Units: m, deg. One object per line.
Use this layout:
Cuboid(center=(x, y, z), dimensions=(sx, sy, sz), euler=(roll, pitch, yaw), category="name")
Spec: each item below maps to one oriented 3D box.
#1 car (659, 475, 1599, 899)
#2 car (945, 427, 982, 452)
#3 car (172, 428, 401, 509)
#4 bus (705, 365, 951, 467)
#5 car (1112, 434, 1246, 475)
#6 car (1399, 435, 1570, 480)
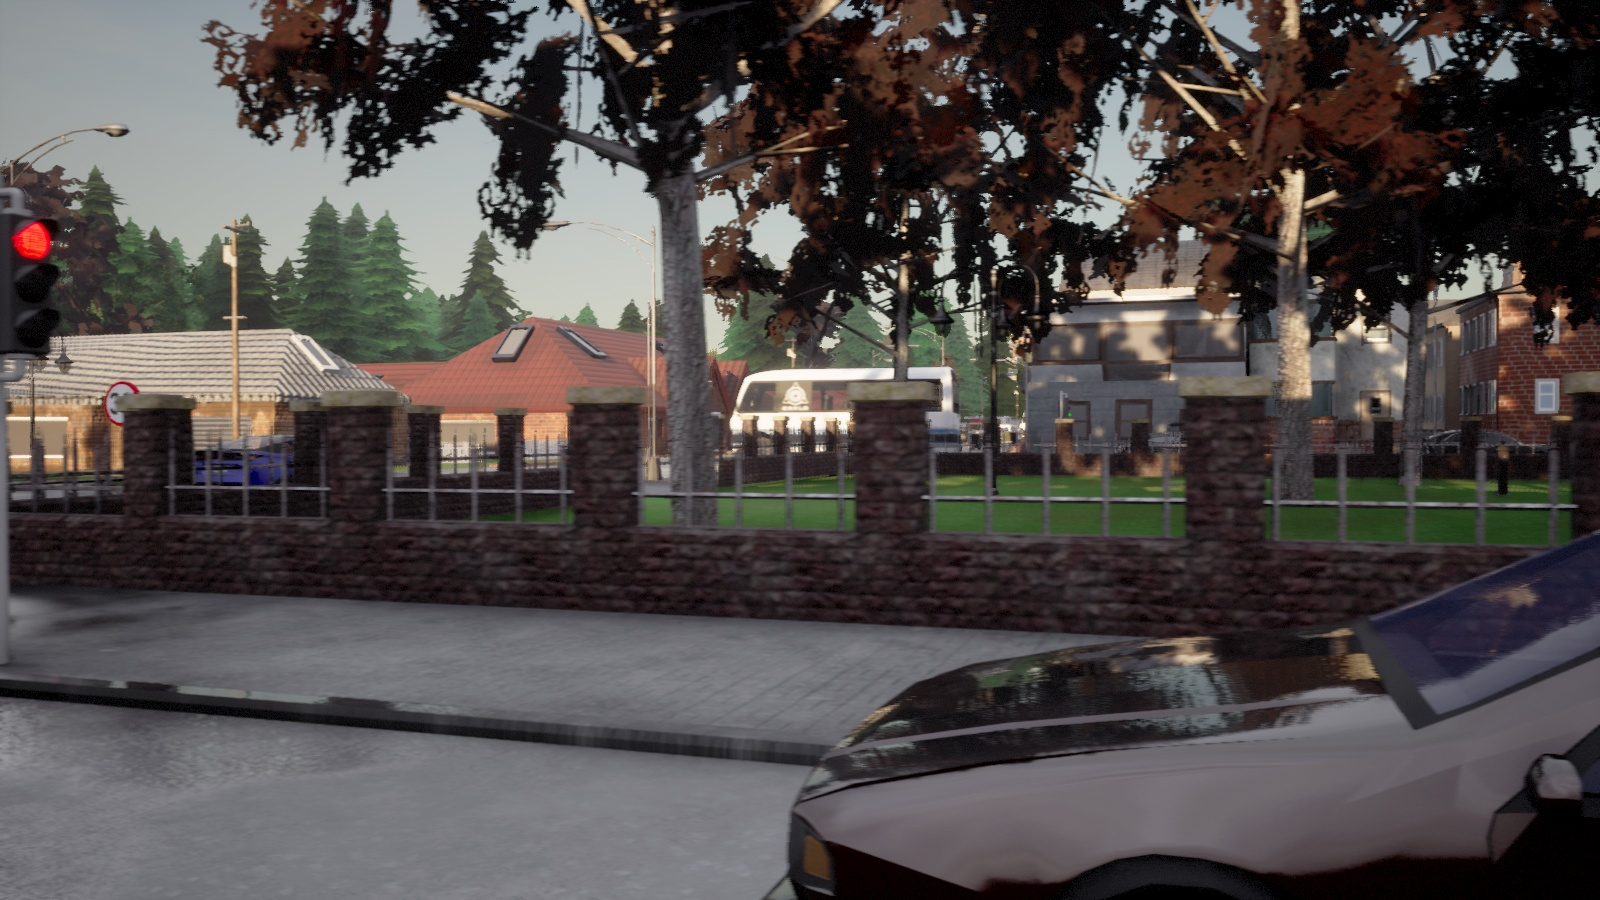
Cuboid(center=(2.552, 0.838, 2.854), dimensions=(5.357, 1.411, 2.033), euler=(1, 1, 19), category="car")
Cuboid(center=(12.292, -0.818, 94.118), dimensions=(1.932, 1.855, 4.605), euler=(1, 1, 19), category="car")
Cuboid(center=(-10.574, 0.313, 26.259), dimensions=(2.007, 1.525, 4.514), euler=(1, 1, 17), category="car")
Cuboid(center=(1.336, -1.435, 55.572), dimensions=(10.273, 4.253, 3.944), euler=(0, -1, 13), category="bus")
Cuboid(center=(14.026, 0.157, 46.675), dimensions=(4.674, 1.442, 1.812), euler=(0, 1, 15), category="car")
Cuboid(center=(23.603, 0.224, 43.482), dimensions=(4.892, 1.490, 1.837), euler=(0, 1, 16), category="car")
